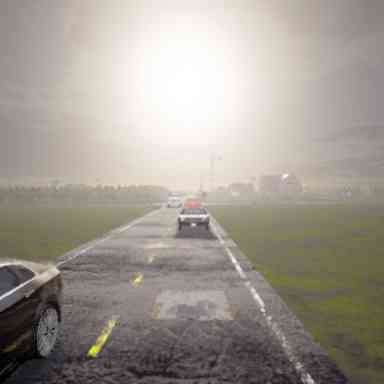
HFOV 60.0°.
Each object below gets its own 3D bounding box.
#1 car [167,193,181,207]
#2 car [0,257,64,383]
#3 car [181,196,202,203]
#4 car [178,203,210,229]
[{"bbox_3d":[-2.759,1.242,53.062,2.150,2.045,5.566,0,0,0],"label":"car"},{"bbox_3d":[-2.849,1.490,3.119,2.128,1.511,4.902,0,0,0],"label":"car"},{"bbox_3d":[0.096,1.360,38.438,2.097,1.767,4.553,0,0,0],"label":"car"},{"bbox_3d":[0.098,1.598,21.304,1.895,1.301,4.718,0,0,0],"label":"car"}]
